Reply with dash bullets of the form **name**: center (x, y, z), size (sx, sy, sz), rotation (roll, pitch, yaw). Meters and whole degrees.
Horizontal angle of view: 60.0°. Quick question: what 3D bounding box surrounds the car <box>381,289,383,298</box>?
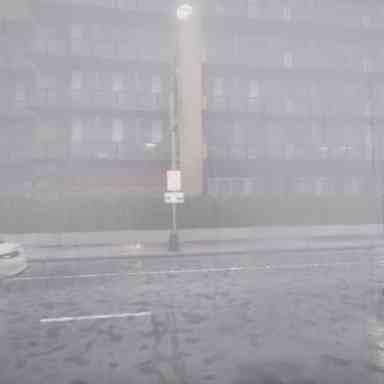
- **car**: center (6.354, 1.569, 6.031), size (5.357, 1.411, 2.033), rotation (-1, -1, -10)

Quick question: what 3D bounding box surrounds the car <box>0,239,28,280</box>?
- **car**: center (-6.633, 1.728, 8.159), size (4.674, 1.442, 1.812), rotation (0, -1, -20)
